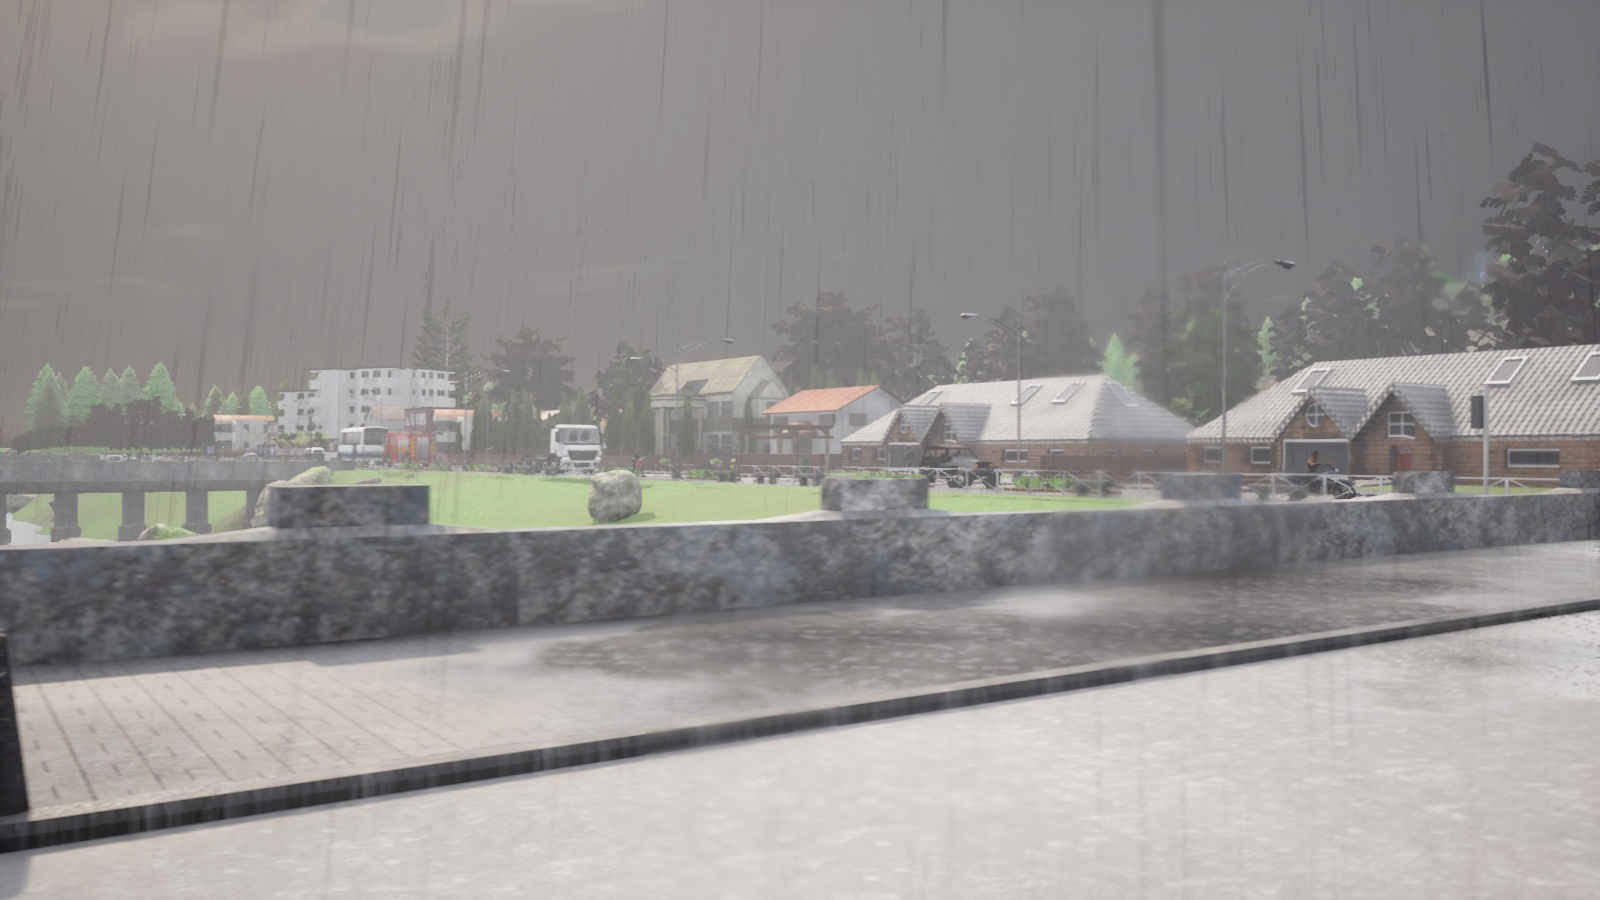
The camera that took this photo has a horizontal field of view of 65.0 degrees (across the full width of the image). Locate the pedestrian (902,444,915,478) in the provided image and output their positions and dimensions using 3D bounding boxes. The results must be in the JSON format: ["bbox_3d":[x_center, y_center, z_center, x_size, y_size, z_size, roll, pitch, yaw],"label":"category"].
[{"bbox_3d":[5.947,0.611,68.814,0.353,1.847,0.614,0,0,-36],"label":"pedestrian"}]

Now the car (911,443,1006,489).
[{"bbox_3d":[6.641,0.656,52.962,1.905,1.878,3.866,0,0,-35],"label":"car"}]

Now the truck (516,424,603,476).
[{"bbox_3d":[-16.660,0.010,86.434,2.891,3.462,7.936,0,0,-35],"label":"truck"}]

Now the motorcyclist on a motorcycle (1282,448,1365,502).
[{"bbox_3d":[16.274,0.757,39.123,0.766,1.649,2.350,0,0,-35],"label":"motorcyclist on a motorcycle"}]
